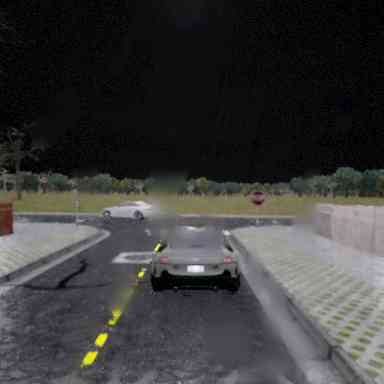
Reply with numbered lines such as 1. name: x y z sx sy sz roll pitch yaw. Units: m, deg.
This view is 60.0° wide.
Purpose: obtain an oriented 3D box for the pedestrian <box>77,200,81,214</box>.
1. pedestrian: -9.713 0.925 28.452 0.375 1.860 0.375 0 0 0

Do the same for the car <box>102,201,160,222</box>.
1. car: -4.675 1.404 25.356 4.674 1.442 1.812 1 -1 24

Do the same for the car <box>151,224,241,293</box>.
1. car: 0.091 1.540 8.828 1.994 1.385 4.181 0 0 0
